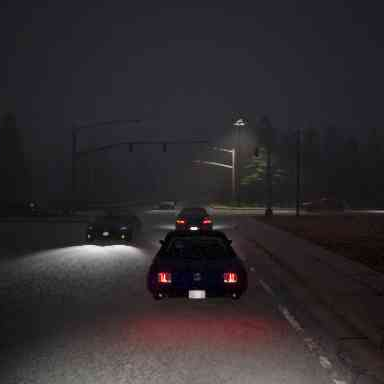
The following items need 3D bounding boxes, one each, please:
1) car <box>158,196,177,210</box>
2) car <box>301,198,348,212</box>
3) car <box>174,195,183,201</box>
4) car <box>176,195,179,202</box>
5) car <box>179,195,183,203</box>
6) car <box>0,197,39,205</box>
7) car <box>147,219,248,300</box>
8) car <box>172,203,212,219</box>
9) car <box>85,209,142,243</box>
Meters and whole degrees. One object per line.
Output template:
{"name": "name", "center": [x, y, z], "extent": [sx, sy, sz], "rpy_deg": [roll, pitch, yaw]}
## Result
{"name": "car", "center": [-3.258, 1.507, 41.889], "extent": [1.812, 1.442, 4.674], "rpy_deg": [0, 0, -8]}
{"name": "car", "center": [15.150, 1.473, 38.126], "extent": [5.008, 1.535, 1.882], "rpy_deg": [0, 0, 1]}
{"name": "car", "center": [-3.224, 1.410, 82.070], "extent": [1.882, 1.535, 5.008], "rpy_deg": [0, 0, 2]}
{"name": "car", "center": [-3.594, 1.526, 55.192], "extent": [1.994, 1.385, 4.181], "rpy_deg": [0, 0, 0]}
{"name": "car", "center": [-3.486, 1.517, 69.259], "extent": [1.994, 1.385, 4.181], "rpy_deg": [0, 0, 0]}
{"name": "car", "center": [-18.343, 1.363, 35.028], "extent": [4.553, 1.767, 2.097], "rpy_deg": [0, 0, 1]}
{"name": "car", "center": [0.099, 1.596, 8.341], "extent": [1.895, 1.301, 4.718], "rpy_deg": [0, 0, 0]}
{"name": "car", "center": [0.099, 1.511, 17.396], "extent": [1.812, 1.442, 4.674], "rpy_deg": [0, 0, 0]}
{"name": "car", "center": [-3.593, 1.539, 15.885], "extent": [1.994, 1.385, 4.181], "rpy_deg": [1, 0, 0]}
